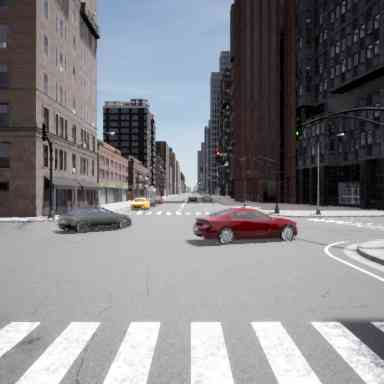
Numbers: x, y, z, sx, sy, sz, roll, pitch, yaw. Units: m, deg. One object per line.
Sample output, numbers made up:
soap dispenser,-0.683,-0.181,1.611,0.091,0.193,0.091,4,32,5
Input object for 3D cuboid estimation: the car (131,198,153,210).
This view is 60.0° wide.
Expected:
car,-6.521,1.486,42.196,1.882,1.535,5.008,0,0,0

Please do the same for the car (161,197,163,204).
car,-6.450,1.488,61.867,1.882,1.535,5.008,0,0,0

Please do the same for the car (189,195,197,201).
car,0.148,1.453,81.389,1.882,1.535,5.008,0,0,0

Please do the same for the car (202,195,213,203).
car,3.379,1.532,70.964,2.128,1.511,4.902,0,0,0

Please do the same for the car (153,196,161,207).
car,-6.490,1.574,51.446,1.994,1.385,4.181,0,0,1

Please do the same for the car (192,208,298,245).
car,2.504,1.485,15.404,5.008,1.535,1.882,0,0,-20

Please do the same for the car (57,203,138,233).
car,-5.645,1.557,19.525,1.994,1.385,4.181,0,0,43

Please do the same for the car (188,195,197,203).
car,0.129,1.485,70.970,1.882,1.535,5.008,0,0,0

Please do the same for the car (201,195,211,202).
car,3.398,1.500,81.384,2.128,1.511,4.902,0,0,0
